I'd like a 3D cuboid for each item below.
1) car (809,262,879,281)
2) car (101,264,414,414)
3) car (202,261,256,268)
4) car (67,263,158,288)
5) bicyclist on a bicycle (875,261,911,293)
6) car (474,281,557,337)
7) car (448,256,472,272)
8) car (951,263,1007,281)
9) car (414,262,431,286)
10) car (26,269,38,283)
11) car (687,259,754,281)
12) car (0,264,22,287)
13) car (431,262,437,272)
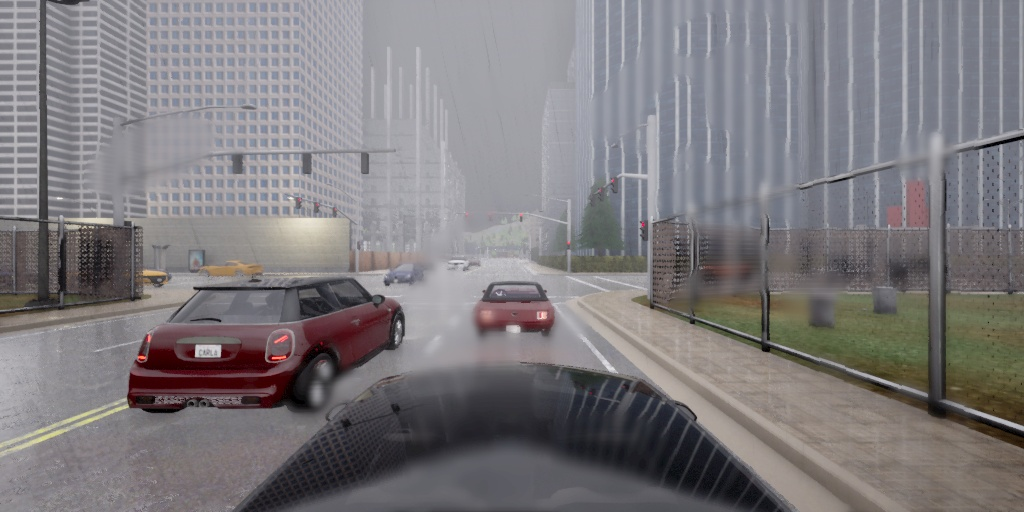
[{"bbox_3d":[26.530,1.220,28.693,4.674,1.442,1.812,0,0,0],"label":"car"},{"bbox_3d":[-3.443,1.102,6.207,2.097,1.767,4.553,0,0,0],"label":"car"},{"bbox_3d":[-25.224,1.172,32.260,5.008,1.535,1.882,0,0,0],"label":"car"},{"bbox_3d":[-23.730,1.172,21.601,5.008,1.535,1.882,0,0,0],"label":"car"},{"bbox_3d":[18.801,0.995,17.737,0.582,1.620,1.656,0,0,0],"label":"bicyclist on a bicycle"},{"bbox_3d":[0.077,1.351,10.212,1.895,1.301,4.718,0,0,0],"label":"car"},{"bbox_3d":[-7.112,0.970,47.977,2.150,2.045,5.566,0,0,0],"label":"car"},{"bbox_3d":[36.754,1.258,28.671,4.181,1.385,1.994,0,0,0],"label":"car"},{"bbox_3d":[-7.105,1.245,24.268,1.812,1.442,4.674,0,0,0],"label":"car"},{"bbox_3d":[-36.265,1.242,25.127,5.357,1.411,2.033,0,0,0],"label":"car"},{"bbox_3d":[16.588,1.047,28.723,4.553,1.767,2.097,0,0,0],"label":"car"},{"bbox_3d":[-33.307,1.172,21.620,5.008,1.535,1.882,0,0,0],"label":"car"},{"bbox_3d":[-10.610,1.350,44.029,1.895,1.301,4.718,0,0,0],"label":"car"}]
